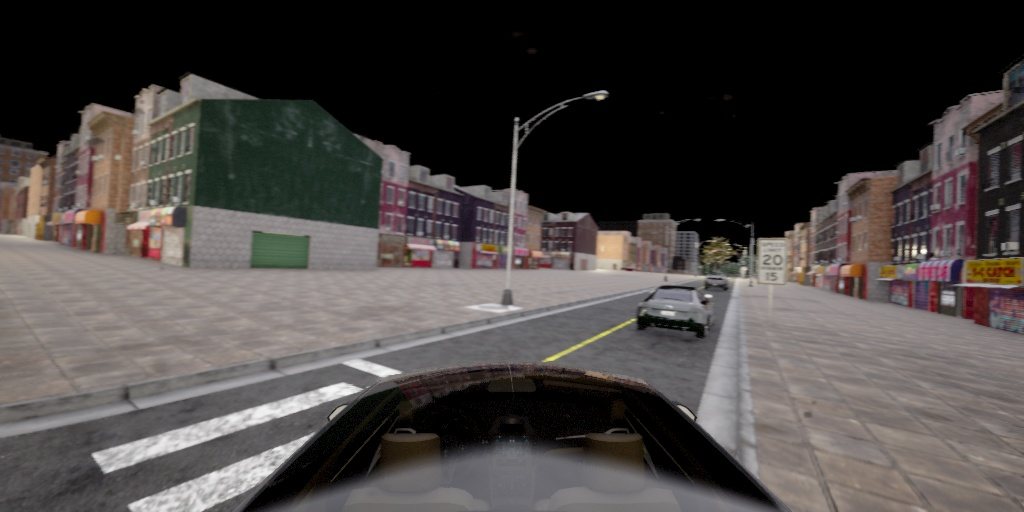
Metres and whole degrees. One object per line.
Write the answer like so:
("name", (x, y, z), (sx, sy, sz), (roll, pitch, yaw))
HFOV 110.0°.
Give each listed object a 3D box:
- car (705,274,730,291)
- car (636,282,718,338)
("car", (19.926, 2.509, 34.887), (2.128, 1.511, 4.902), (2, -1, 33))
("car", (5.549, 1.681, 11.992), (1.994, 1.385, 4.181), (2, -1, 32))
